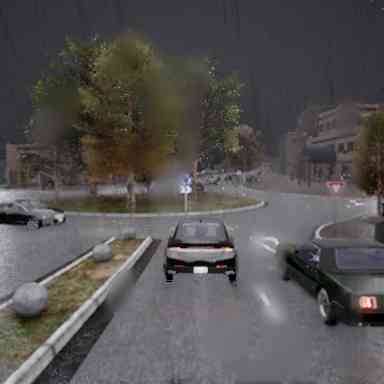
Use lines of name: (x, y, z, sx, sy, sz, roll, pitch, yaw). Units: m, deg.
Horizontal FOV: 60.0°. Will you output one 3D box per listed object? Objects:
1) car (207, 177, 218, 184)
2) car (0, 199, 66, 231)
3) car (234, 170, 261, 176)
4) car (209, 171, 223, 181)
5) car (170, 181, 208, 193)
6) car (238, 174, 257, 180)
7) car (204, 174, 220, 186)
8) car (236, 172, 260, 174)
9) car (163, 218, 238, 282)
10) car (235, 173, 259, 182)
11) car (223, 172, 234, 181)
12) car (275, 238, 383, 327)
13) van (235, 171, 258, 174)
car: (4.613, -2.682, 74.801, 1.994, 1.385, 4.181, 1, 5, 9)
car: (-9.309, 1.174, 18.300, 4.902, 1.511, 2.128, 1, 4, 17)
car: (14.448, -4.022, 86.557, 5.566, 2.045, 2.435, 1, 5, 10)
car: (6.047, -3.639, 83.840, 2.097, 1.767, 4.553, 1, 5, 10)
car: (-0.711, -0.575, 46.797, 4.902, 1.511, 2.128, 1, 3, 19)
car: (14.860, -3.974, 89.268, 4.792, 1.488, 2.163, 1, 5, 11)
car: (3.849, -2.071, 64.861, 2.097, 1.767, 4.553, 0, 5, 1)
car: (13.534, -3.438, 81.162, 4.553, 1.767, 2.185, 1, 5, 10)
car: (0.276, 1.508, 9.945, 2.128, 1.511, 4.902, 0, 1, 2)
car: (13.036, -3.085, 78.472, 4.892, 1.521, 2.231, 1, 5, 10)
car: (9.719, -3.812, 87.533, 1.837, 1.490, 4.892, 1, 5, 10)
car: (3.198, 1.648, 7.135, 1.895, 1.301, 4.718, 0, 0, 1)
van: (13.850, -3.769, 83.886, 4.442, 1.987, 1.878, 1, 5, 10)
